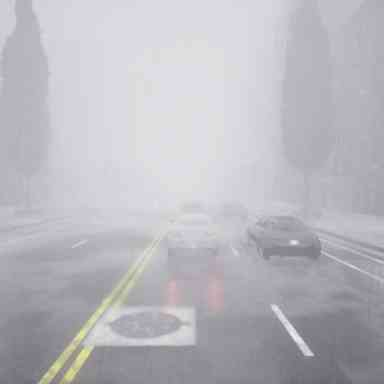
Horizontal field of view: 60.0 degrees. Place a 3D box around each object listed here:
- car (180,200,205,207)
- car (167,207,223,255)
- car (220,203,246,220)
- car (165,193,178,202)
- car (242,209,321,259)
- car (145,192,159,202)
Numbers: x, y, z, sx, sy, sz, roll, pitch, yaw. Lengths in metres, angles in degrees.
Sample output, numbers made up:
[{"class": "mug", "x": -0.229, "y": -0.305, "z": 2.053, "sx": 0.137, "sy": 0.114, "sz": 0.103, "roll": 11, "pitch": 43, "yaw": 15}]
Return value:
[{"class": "car", "x": 0.046, "y": 1.400, "z": 27.529, "sx": 1.837, "sy": 1.490, "sz": 4.892, "roll": 0, "pitch": 1, "yaw": 0}, {"class": "car", "x": 0.052, "y": 1.536, "z": 13.238, "sx": 1.812, "sy": 1.442, "sz": 4.674, "roll": 0, "pitch": 0, "yaw": 0}, {"class": "car", "x": 3.292, "y": 1.503, "z": 26.901, "sx": 1.895, "sy": 1.301, "sz": 4.718, "roll": 0, "pitch": 1, "yaw": 0}, {"class": "car", "x": -3.295, "y": 0.866, "z": 54.950, "sx": 1.994, "sy": 1.385, "sz": 4.181, "roll": 0, "pitch": 2, "yaw": 1}, {"class": "car", "x": 3.298, "y": 1.577, "z": 12.670, "sx": 1.994, "sy": 1.385, "sz": 4.181, "roll": 0, "pitch": 0, "yaw": 0}, {"class": "car", "x": -6.543, "y": 0.801, "z": 55.154, "sx": 1.837, "sy": 1.490, "sz": 4.892, "roll": 0, "pitch": 1, "yaw": 1}]
